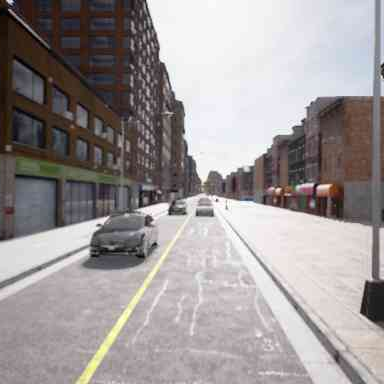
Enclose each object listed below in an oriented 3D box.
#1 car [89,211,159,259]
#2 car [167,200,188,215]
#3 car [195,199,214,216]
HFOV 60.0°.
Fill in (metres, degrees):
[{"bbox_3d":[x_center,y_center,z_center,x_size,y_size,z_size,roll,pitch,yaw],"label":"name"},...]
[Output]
[{"bbox_3d":[-2.431,1.527,12.861,1.837,1.490,4.892,1,0,2],"label":"car"},{"bbox_3d":[-1.481,1.640,35.969,1.837,1.490,4.892,1,-1,2],"label":"car"},{"bbox_3d":[1.347,1.760,35.213,1.895,1.301,4.718,1,0,2],"label":"car"}]
